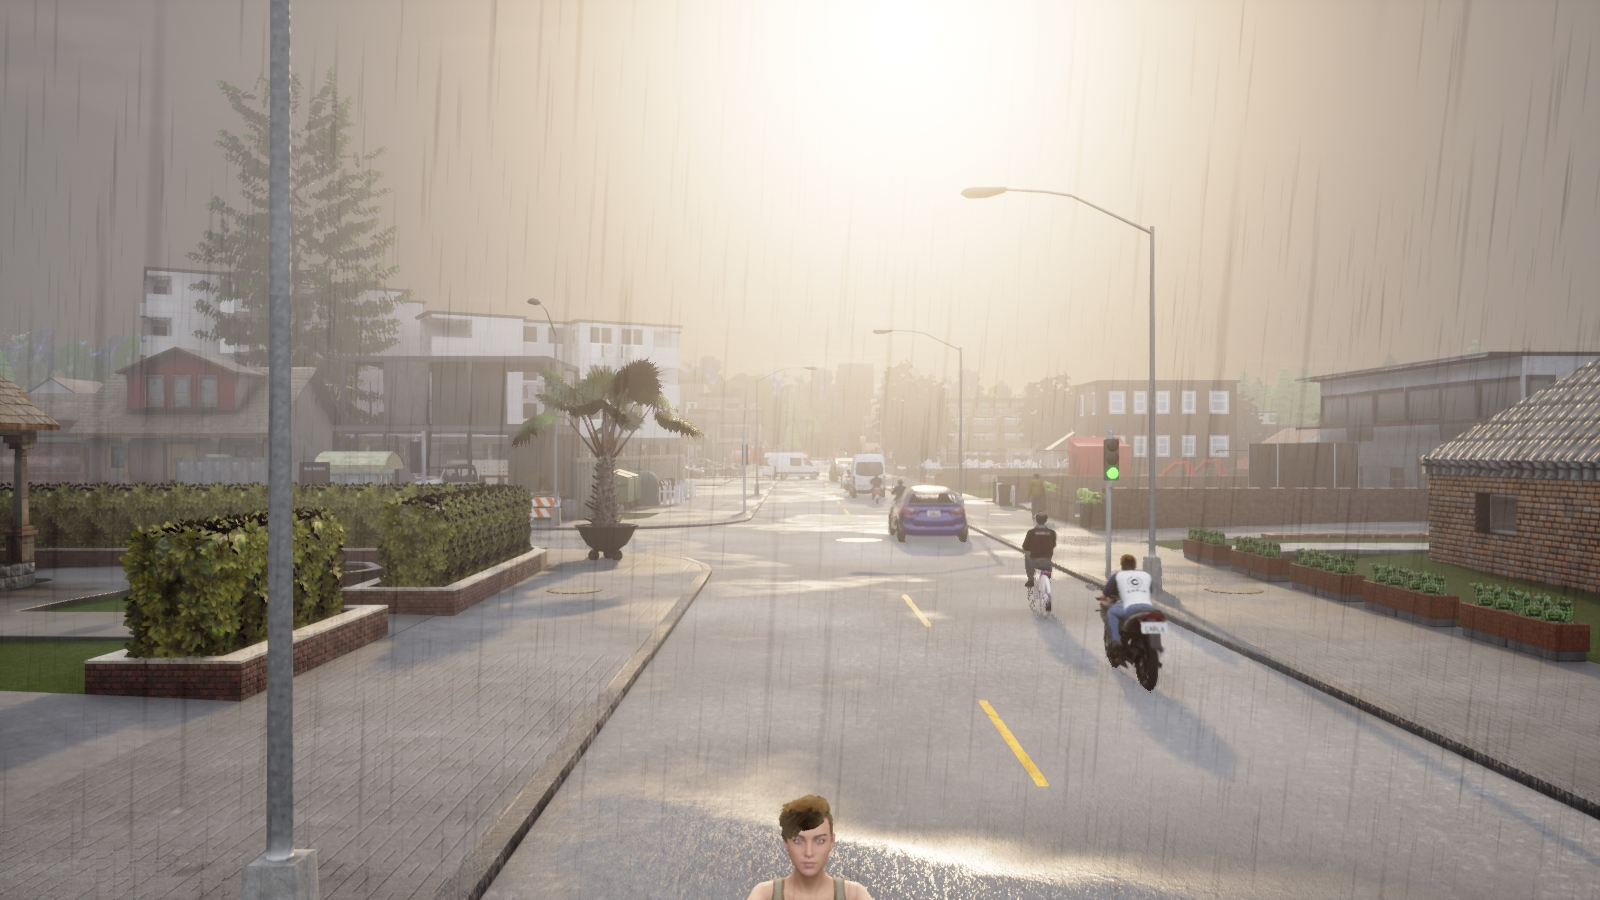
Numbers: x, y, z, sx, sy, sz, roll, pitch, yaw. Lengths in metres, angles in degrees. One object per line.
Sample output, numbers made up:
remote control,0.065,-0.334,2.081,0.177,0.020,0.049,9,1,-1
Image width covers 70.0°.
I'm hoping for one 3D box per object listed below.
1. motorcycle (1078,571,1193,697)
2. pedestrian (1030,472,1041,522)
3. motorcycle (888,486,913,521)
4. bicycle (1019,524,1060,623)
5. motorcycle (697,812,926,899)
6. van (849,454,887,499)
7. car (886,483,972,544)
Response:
motorcycle,4.035,2.186,13.900,0.803,1.199,2.033,0,0,0
pedestrian,8.833,1.744,42.838,0.375,1.860,0.375,0,0,8
motorcycle,4.031,2.142,46.091,0.856,1.316,1.805,0,0,0
bicycle,4.043,2.060,19.375,0.329,1.471,1.835,0,0,0
motorcycle,0.039,2.155,3.557,0.764,1.307,2.356,0,0,0
van,4.032,1.534,68.676,1.988,2.561,5.915,0,0,0
car,4.035,1.968,36.510,2.242,1.667,4.611,0,0,0
